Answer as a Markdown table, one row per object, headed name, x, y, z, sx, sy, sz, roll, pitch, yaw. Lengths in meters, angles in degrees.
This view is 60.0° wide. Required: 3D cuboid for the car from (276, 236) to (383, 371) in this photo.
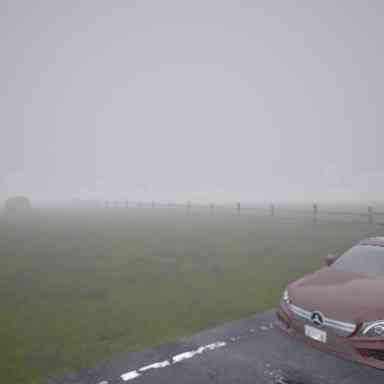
| name | x | y | z | sx | sy | sz | roll | pitch | yaw |
| --- | --- | --- | --- | --- | --- | --- | --- | --- | --- |
| car | 3.450 | 1.521 | 5.573 | 4.674 | 1.442 | 1.812 | 0 | 0 | -36 |
